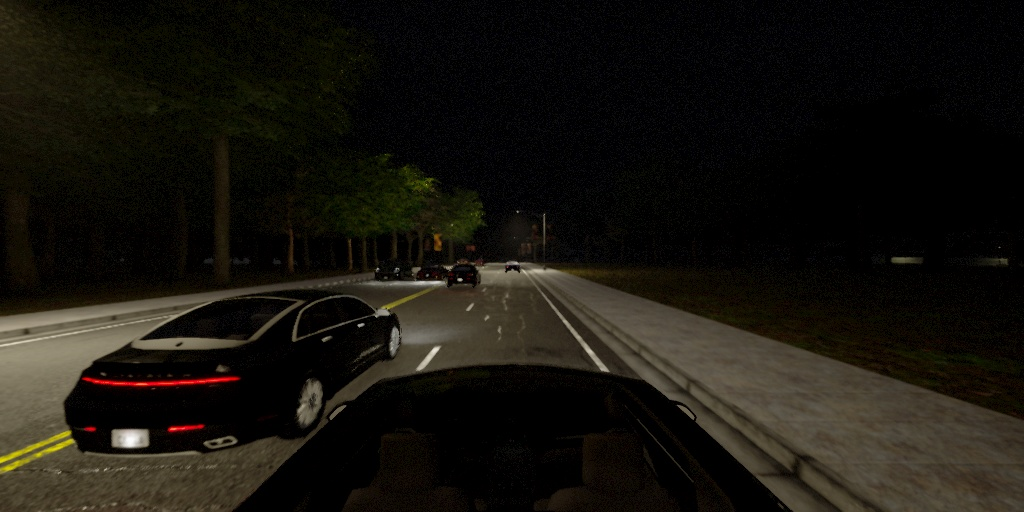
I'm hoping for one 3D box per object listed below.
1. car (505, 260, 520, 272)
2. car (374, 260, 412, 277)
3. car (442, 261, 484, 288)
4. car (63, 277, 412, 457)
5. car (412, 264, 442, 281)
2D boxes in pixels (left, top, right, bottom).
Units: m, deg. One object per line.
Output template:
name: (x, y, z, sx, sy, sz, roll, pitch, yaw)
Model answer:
car: (0.082, 1.385, 46.301, 1.895, 1.301, 4.718, 0, 0, 0)
car: (-9.855, 1.113, 30.223, 2.097, 1.767, 4.553, 0, 0, 0)
car: (-3.158, 1.281, 24.060, 1.812, 1.442, 4.674, 0, 0, 0)
car: (-3.151, 1.256, 5.383, 1.837, 1.490, 4.892, 0, 0, 0)
car: (-6.605, 1.324, 30.013, 1.994, 1.385, 4.181, 0, 0, 0)
